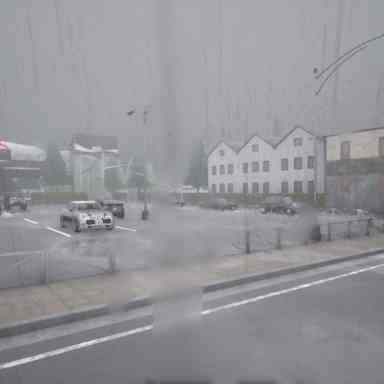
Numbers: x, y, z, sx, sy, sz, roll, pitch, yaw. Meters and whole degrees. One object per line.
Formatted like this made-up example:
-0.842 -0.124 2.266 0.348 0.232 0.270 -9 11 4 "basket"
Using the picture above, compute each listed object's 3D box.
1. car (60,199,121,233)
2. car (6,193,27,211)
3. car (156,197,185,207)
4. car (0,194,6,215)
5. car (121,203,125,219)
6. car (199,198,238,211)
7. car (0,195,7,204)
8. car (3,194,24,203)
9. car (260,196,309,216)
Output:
-5.620 1.248 17.672 1.970 1.475 3.806 0 0 -36 "car"
-20.135 1.092 37.938 1.905 1.878 3.866 0 0 -36 "car"
-3.078 1.371 46.860 2.033 1.411 5.357 0 0 -35 "car"
-18.223 1.113 29.628 1.932 1.855 4.605 0 0 -36 "car"
-6.749 1.313 25.535 2.007 1.523 4.514 0 0 -36 "car"
2.925 1.371 38.366 2.033 1.411 5.357 0 0 -36 "car"
-39.497 1.495 65.893 4.611 1.667 2.242 0 0 -36 "car"
-39.270 1.328 73.021 3.866 1.878 1.905 0 0 -36 "car"
8.460 1.176 30.600 2.097 1.767 4.553 0 0 -35 "car"
